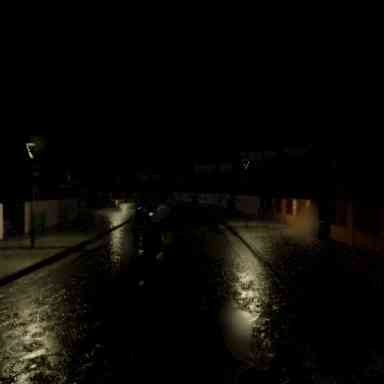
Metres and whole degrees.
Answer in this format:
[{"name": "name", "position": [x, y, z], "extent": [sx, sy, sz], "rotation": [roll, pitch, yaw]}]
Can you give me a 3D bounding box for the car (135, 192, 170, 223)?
[{"name": "car", "position": [-2.809, 1.062, 24.441], "extent": [2.150, 2.045, 5.566], "rotation": [0, 0, -3]}]
